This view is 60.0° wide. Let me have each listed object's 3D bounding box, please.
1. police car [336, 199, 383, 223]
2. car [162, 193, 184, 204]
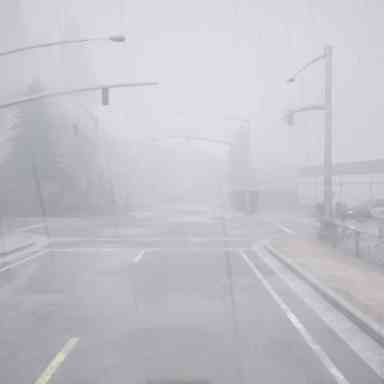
[{"bbox_3d":[12.614,1.281,22.826,4.974,1.542,2.038,0,1,1],"label":"police car"},{"bbox_3d":[-2.858,0.982,50.832,1.882,1.535,5.008,-1,0,22],"label":"car"}]
